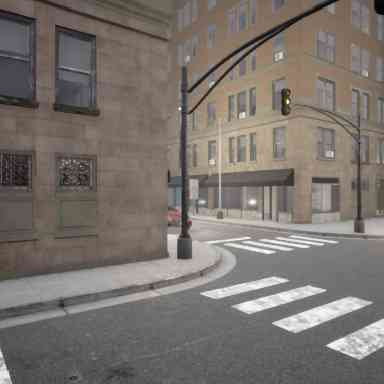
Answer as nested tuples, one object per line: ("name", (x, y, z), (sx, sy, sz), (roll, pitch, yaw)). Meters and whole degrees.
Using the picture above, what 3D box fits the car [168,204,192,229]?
("car", (-1.890, 1.427, 19.828), (1.812, 1.442, 4.674), (0, 0, -36))
